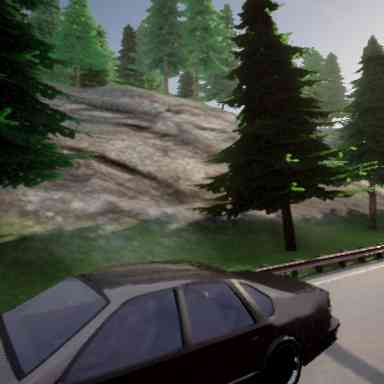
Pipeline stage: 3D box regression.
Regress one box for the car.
[{"bbox_3d":[-0.600,1.550,3.551,5.357,1.411,2.033,0,0,-35],"label":"car"}]
